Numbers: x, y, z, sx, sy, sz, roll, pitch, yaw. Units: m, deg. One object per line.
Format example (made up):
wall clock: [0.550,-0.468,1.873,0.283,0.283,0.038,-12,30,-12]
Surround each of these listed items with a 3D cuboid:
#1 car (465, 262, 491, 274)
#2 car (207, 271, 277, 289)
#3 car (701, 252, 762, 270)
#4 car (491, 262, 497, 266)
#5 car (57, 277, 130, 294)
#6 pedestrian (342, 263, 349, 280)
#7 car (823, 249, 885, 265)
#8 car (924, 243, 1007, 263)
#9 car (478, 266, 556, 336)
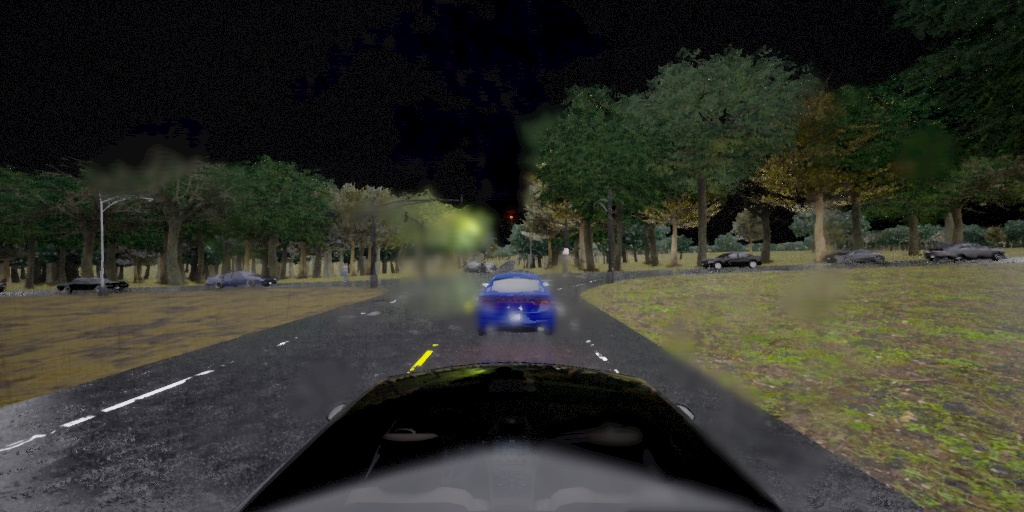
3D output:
car: [-4.473,1.521,45.552,1.882,1.535,5.008,0,-1,10]
car: [-23.429,2.047,31.117,5.357,1.411,2.033,-2,-1,6]
car: [20.043,0.404,32.884,5.008,1.535,1.882,-2,-1,2]
car: [-4.023,1.883,65.064,2.128,1.511,4.902,0,-1,-1]
car: [-36.883,2.554,31.715,4.718,1.301,1.895,-2,-1,3]
pedestrian: [-17.865,1.680,38.444,0.375,1.860,0.375,0,1,3]
car: [30.800,0.067,32.412,4.181,1.385,1.994,-2,-1,3]
car: [35.965,-0.244,28.489,4.902,1.511,2.128,-2,-1,2]
car: [0.140,1.233,10.486,1.882,1.535,5.008,0,0,1]
